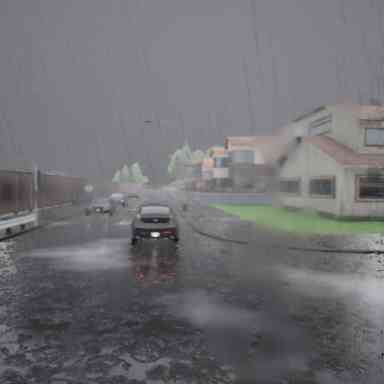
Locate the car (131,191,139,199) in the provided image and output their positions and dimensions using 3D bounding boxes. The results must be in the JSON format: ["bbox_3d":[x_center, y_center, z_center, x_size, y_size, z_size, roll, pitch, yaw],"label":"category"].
[{"bbox_3d":[-10.381,0.462,59.345,2.033,1.411,5.357,0,1,-6],"label":"car"}]

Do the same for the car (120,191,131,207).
[{"bbox_3d":[-8.053,0.849,36.158,1.812,1.442,4.674,0,1,-6],"label":"car"}]

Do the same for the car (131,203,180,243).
[{"bbox_3d":[-1.577,1.246,14.427,1.837,1.490,4.892,0,1,-6],"label":"car"}]

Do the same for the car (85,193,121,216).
[{"bbox_3d":[-7.001,1.067,26.032,1.994,1.385,4.181,0,1,-6],"label":"car"}]
